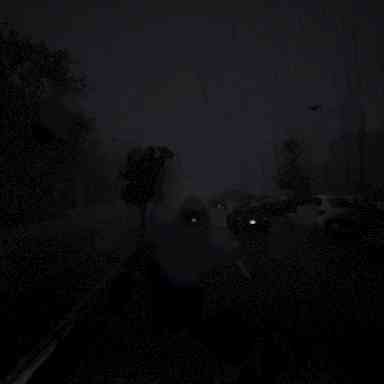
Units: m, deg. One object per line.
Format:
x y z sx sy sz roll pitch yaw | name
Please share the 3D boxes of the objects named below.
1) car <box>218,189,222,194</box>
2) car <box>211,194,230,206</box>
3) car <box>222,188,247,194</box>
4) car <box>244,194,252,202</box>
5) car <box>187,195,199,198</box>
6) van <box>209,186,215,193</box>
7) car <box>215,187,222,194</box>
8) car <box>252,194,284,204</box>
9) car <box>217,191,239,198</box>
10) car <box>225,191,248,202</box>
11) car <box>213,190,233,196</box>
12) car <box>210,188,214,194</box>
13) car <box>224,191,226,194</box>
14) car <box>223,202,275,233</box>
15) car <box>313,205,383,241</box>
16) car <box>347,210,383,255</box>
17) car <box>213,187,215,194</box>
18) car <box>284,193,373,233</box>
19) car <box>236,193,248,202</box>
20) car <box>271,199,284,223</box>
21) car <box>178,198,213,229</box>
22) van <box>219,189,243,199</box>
8.062 0.769 62.510 4.892 1.521 2.231 0 1 -20 | car
3.099 1.239 40.631 1.895 1.301 4.718 0 1 0 | car
8.041 0.740 56.534 4.553 1.767 2.185 0 1 -20 | car
8.241 1.255 32.619 5.366 1.575 1.946 0 1 -20 | car
0.099 1.117 41.385 2.128 1.511 4.902 0 1 0 | car
7.962 -0.071 92.292 4.442 1.987 1.878 0 2 -20 | van
8.047 0.467 65.474 5.566 2.045 2.435 0 1 -20 | car
8.047 1.092 26.524 5.566 2.045 2.435 1 1 -20 | car
8.064 0.605 74.446 4.674 1.452 2.002 0 1 -20 | car
8.043 0.993 50.547 4.792 1.488 2.163 0 1 -20 | car
8.094 0.341 86.397 4.792 1.488 2.163 0 1 -20 | car
7.895 0.376 83.327 5.366 1.575 1.946 0 2 -20 | car
8.064 0.955 53.565 4.674 1.452 2.002 0 1 -20 | car
3.099 1.495 18.986 1.994 1.385 4.181 0 0 0 | car
8.095 1.479 14.547 4.792 1.488 2.163 1 0 -20 | car
8.072 1.508 11.522 4.674 1.452 2.002 1 1 -20 | car
8.097 0.369 71.470 5.566 2.045 2.435 0 1 -20 | car
8.098 1.179 17.544 5.566 2.045 2.435 1 0 -20 | car
8.043 1.191 38.542 4.792 1.488 2.163 0 1 -20 | car
7.898 1.401 20.473 5.366 1.575 1.946 1 1 -20 | car
0.099 1.389 21.152 1.882 1.535 5.008 0 1 0 | car
7.963 0.443 68.427 4.442 1.987 1.878 0 1 -20 | van
